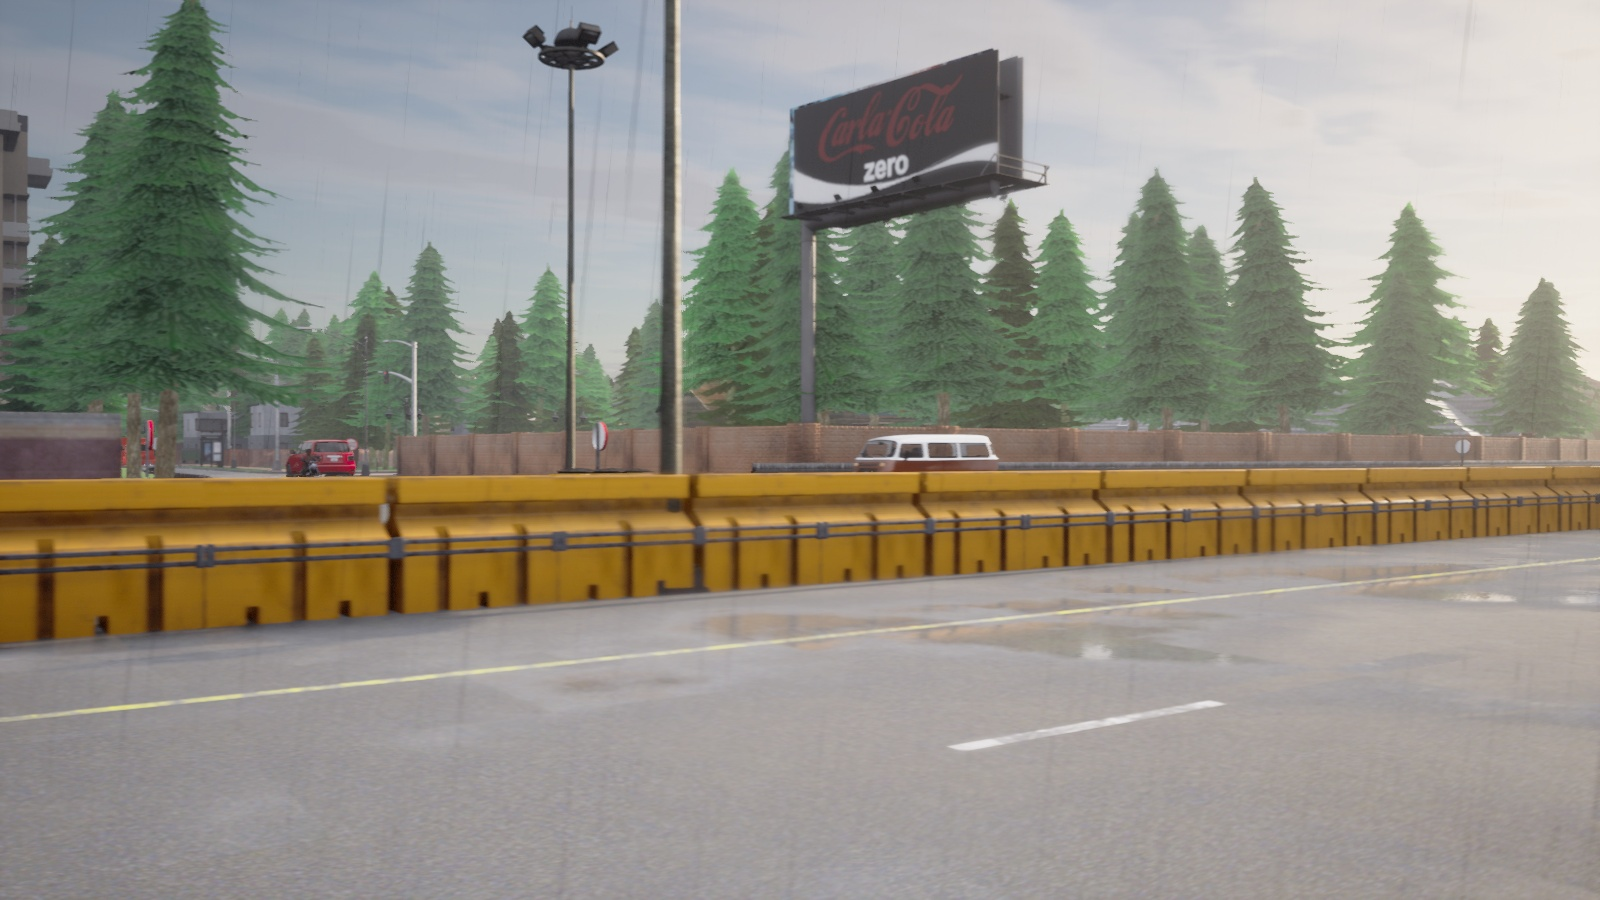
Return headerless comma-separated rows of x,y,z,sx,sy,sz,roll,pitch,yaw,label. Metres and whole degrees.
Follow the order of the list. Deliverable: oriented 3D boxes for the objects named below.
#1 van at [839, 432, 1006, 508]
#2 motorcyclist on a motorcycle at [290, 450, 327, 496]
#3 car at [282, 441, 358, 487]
3.530,0.549,35.956,4.480,2.038,2.069,0,0,-35,van
-18.005,0.826,46.014,0.766,1.649,2.350,0,0,-34,motorcyclist on a motorcycle
-22.703,0.637,59.264,2.150,2.045,5.566,0,0,-34,car
